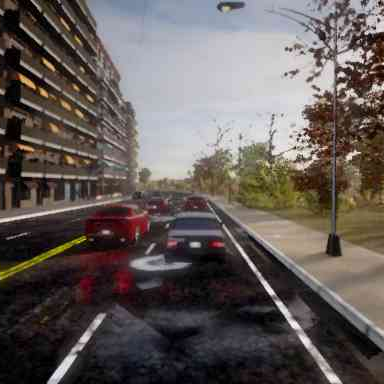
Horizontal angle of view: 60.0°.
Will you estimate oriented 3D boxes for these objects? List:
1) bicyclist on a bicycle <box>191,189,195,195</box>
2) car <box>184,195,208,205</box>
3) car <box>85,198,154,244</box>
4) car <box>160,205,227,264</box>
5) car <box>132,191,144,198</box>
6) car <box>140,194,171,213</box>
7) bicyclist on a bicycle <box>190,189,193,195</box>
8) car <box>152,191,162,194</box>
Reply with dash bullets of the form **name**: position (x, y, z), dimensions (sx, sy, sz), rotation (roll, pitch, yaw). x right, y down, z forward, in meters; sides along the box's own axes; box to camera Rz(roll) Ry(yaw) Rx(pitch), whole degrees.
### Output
- **bicyclist on a bicycle**: position (0.437, 0.187, 84.711), dimensions (0.582, 1.620, 1.656), rotation (0, 1, -3)
- **car**: position (0.353, 1.032, 29.518), dimensions (1.882, 1.535, 5.008), rotation (0, 1, 1)
- **car**: position (-3.057, 1.256, 14.490), dimensions (1.882, 1.535, 5.008), rotation (0, 1, 1)
- **car**: position (0.126, 1.377, 11.134), dimensions (2.033, 1.411, 5.357), rotation (0, 1, 1)
- **car**: position (-9.416, 0.628, 58.850), dimensions (1.837, 1.490, 4.892), rotation (0, 1, 0)
- **car**: position (-2.916, 1.135, 28.476), dimensions (1.994, 1.385, 4.181), rotation (0, 1, 1)
- **bicyclist on a bicycle**: position (-0.087, -0.035, 93.764), dimensions (0.659, 1.776, 1.843), rotation (0, 1, -4)
- **car**: position (-6.168, 0.644, 57.822), dimensions (1.837, 1.490, 4.892), rotation (0, 1, 0)
